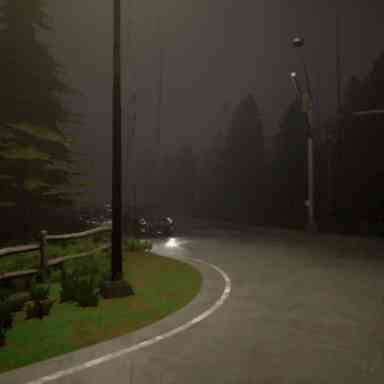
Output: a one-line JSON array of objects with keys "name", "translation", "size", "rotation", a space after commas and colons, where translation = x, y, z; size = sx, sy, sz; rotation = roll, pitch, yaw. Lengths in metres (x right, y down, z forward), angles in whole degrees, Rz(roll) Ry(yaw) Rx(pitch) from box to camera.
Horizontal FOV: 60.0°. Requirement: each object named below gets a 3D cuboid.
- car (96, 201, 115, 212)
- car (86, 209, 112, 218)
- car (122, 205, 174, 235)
[{"name": "car", "translation": [-13.769, 2.262, 52.545], "size": [2.128, 1.511, 4.902], "rotation": [0, -1, -24]}, {"name": "car", "translation": [-9.969, 1.871, 35.386], "size": [2.097, 1.767, 4.553], "rotation": [0, -1, -25]}, {"name": "car", "translation": [-2.802, 1.629, 20.077], "size": [2.097, 1.767, 4.553], "rotation": [0, -1, -27]}]
